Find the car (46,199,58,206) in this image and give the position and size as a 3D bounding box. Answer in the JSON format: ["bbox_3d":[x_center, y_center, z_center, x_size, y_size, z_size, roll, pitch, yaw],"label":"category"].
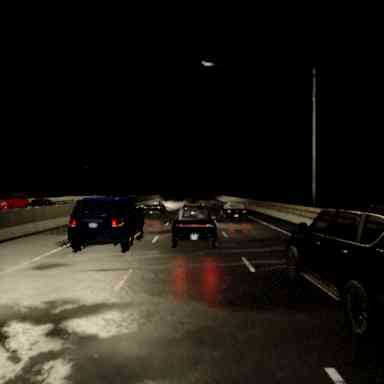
[{"bbox_3d":[-14.106,1.621,37.362,1.895,1.301,4.718,0,0,0],"label":"car"}]

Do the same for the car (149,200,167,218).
[{"bbox_3d":[-3.416,1.509,30.436,2.128,1.511,4.902,0,0,0],"label":"car"}]

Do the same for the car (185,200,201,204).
[{"bbox_3d":[0.084,1.523,30.534,1.837,1.490,4.892,0,0,0],"label":"car"}]

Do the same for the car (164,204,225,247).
[{"bbox_3d":[0.088,1.502,15.033,2.128,1.511,4.902,0,0,0],"label":"car"}]

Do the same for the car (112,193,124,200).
[{"bbox_3d":[-17.524,1.124,79.168,1.882,1.535,5.008,0,0,0],"label":"car"}]

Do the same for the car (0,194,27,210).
[{"bbox_3d":[-21.102,1.241,38.735,2.150,2.045,5.566,0,0,0],"label":"car"}]

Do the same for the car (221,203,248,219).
[{"bbox_3d":[3.584,1.619,29.008,1.895,1.301,4.718,0,0,0],"label":"car"}]

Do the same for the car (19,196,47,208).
[{"bbox_3d":[-17.602,1.525,38.576,1.837,1.490,4.892,0,0,0],"label":"car"}]

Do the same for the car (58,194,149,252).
[{"bbox_3d":[-3.409,1.232,14.134,2.150,2.045,5.566,0,0,0],"label":"car"}]

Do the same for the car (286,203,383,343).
[{"bbox_3d":[3.566,1.227,6.590,2.150,2.045,5.566,0,0,0],"label":"car"}]
